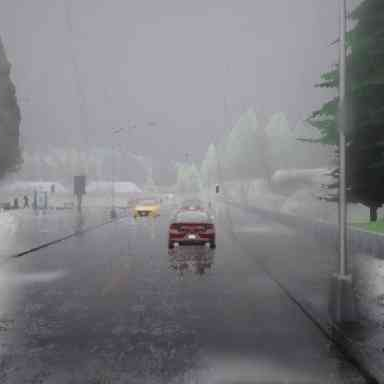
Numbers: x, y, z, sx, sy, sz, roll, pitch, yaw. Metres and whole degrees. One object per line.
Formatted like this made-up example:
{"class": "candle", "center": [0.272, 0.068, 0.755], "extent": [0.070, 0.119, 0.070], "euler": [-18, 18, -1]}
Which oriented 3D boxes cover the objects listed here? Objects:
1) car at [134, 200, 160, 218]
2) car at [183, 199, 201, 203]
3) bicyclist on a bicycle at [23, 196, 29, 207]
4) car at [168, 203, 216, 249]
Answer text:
{"class": "car", "center": [-4.000, 1.511, 29.940], "extent": [1.882, 1.535, 5.008], "euler": [0, 0, 0]}
{"class": "car", "center": [0.000, 1.365, 29.620], "extent": [2.097, 1.767, 4.553], "euler": [0, 0, 0]}
{"class": "bicyclist on a bicycle", "center": [-24.114, 1.347, 48.226], "extent": [0.582, 1.620, 1.656], "euler": [0, 0, 0]}
{"class": "car", "center": [0.000, 1.484, 14.650], "extent": [1.882, 1.535, 5.008], "euler": [0, 0, 0]}
